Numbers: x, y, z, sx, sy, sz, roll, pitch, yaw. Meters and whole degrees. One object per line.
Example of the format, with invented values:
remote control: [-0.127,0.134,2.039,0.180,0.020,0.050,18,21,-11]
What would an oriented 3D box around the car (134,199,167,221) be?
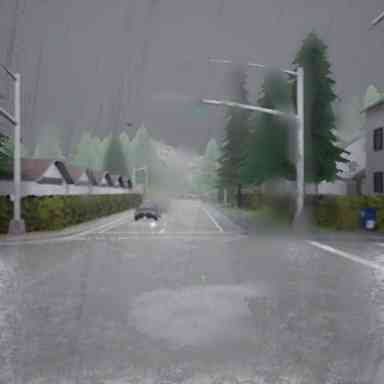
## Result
car: [-3.601,1.593,28.087,2.033,1.411,5.357,0,0,0]

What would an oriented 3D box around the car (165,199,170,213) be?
car: [-3.582,1.538,38.370,1.882,1.535,5.008,0,0,0]
